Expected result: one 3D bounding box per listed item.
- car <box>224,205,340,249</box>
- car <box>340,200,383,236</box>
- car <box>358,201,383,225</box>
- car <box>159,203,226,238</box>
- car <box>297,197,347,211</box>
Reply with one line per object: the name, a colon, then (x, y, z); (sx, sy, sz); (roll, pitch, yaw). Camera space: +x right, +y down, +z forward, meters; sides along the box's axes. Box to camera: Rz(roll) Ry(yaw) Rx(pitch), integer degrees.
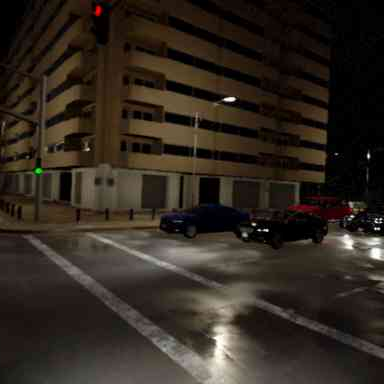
car: (4.068, 1.507, 14.703); (4.902, 1.511, 2.128); (2, 1, -37)
car: (11.404, 1.621, 20.269); (4.553, 1.767, 2.097); (2, 1, -37)
car: (16.422, 1.743, 28.456); (4.553, 1.767, 2.097); (2, 1, -37)
car: (0.728, 1.327, 16.558); (5.008, 1.535, 1.882); (2, 1, -37)
car: (8.639, 1.344, 22.553); (5.566, 2.045, 2.150); (2, 1, -37)
